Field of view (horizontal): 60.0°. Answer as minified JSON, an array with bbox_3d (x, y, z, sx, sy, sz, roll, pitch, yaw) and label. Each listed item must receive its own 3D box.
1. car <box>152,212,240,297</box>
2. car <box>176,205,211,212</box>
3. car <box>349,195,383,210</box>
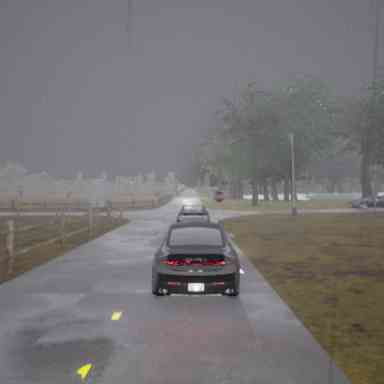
[{"bbox_3d":[0.091,1.505,8.573,1.837,1.490,4.892,0,0,0],"label":"car"},{"bbox_3d":[0.091,1.488,19.639,2.128,1.511,4.902,0,0,1],"label":"car"},{"bbox_3d":[19.660,1.130,36.172,4.892,1.490,1.837,-2,-1,0],"label":"car"}]
